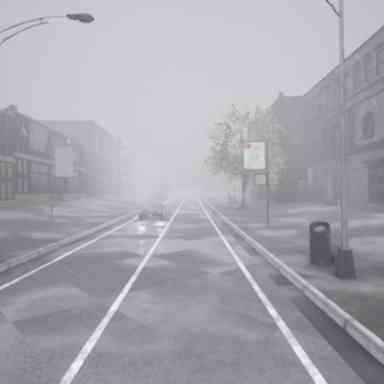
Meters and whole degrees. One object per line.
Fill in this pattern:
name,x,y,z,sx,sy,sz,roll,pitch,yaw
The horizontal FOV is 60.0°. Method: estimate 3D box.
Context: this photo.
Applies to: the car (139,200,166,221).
car,-3.082,1.421,26.557,1.812,1.442,4.674,-1,1,0
